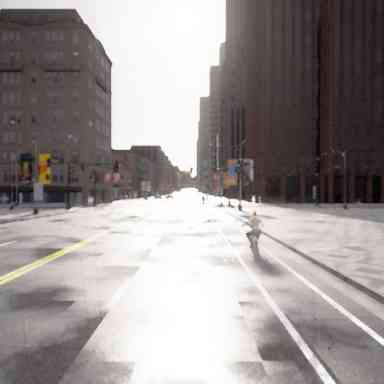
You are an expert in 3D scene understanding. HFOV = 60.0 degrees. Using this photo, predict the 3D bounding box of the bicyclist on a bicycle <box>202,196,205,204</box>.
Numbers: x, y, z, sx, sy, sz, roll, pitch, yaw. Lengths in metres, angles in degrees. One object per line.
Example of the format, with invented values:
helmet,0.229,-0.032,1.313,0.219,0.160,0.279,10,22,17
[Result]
bicyclist on a bicycle,2.253,1.631,65.338,0.582,1.620,1.656,0,0,0

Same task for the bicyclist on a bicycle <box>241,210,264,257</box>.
bicyclist on a bicycle,2.252,1.456,12.089,0.866,1.612,1.509,0,0,0
